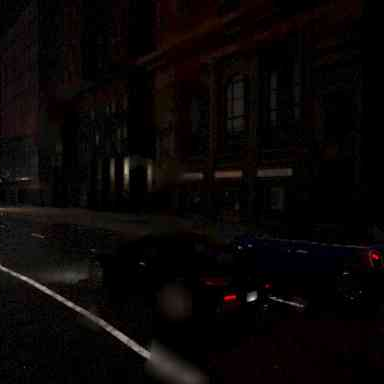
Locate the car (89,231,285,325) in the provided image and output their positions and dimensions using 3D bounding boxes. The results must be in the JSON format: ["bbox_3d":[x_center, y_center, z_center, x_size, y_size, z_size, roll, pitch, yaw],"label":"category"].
[{"bbox_3d":[-0.542,1.604,7.397,1.812,1.442,4.674,1,0,-43],"label":"car"}]

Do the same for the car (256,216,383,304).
[{"bbox_3d":[2.914,1.448,8.813,2.097,1.767,4.553,0,0,-43],"label":"car"}]
